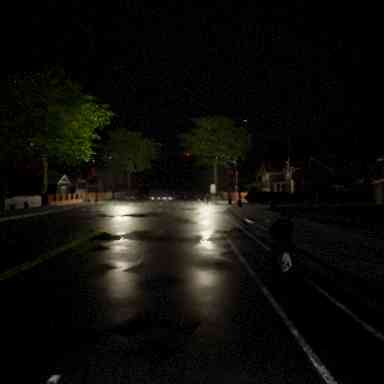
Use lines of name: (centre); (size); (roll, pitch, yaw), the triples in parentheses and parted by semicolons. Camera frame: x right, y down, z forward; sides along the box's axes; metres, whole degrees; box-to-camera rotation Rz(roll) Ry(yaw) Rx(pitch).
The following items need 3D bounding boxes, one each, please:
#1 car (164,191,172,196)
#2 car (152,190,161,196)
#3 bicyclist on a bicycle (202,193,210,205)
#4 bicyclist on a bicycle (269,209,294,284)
car: (-6.593, 0.432, 91.870); (1.895, 1.301, 4.718); (0, 1, 0)
car: (-9.842, 0.191, 91.925); (2.097, 1.767, 4.553); (0, 1, 0)
bicyclist on a bicycle: (2.208, 1.053, 46.714); (0.866, 1.612, 1.509); (0, 1, 0)
bicyclist on a bicycle: (2.242, 1.301, 8.469); (0.659, 1.776, 1.843); (0, 1, 0)
